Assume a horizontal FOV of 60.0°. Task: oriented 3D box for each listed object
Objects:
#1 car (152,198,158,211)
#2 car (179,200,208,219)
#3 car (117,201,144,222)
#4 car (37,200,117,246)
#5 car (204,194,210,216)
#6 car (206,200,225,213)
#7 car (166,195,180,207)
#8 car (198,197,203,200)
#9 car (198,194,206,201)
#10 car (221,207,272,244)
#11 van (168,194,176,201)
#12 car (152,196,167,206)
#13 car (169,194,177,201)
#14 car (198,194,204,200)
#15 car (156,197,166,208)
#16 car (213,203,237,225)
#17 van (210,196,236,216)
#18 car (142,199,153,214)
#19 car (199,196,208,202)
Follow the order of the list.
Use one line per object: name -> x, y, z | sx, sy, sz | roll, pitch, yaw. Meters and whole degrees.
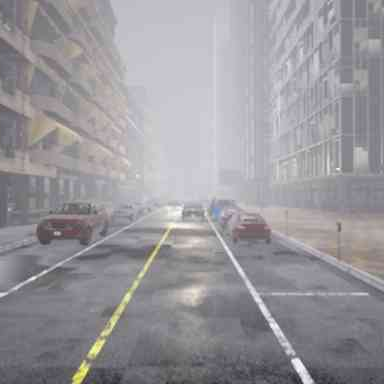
car -> -5.297, 1.596, 37.732 | 1.802, 1.307, 4.206 | 1, 0, 0
car -> 0.097, 1.607, 28.657 | 1.895, 1.301, 4.718 | 0, 0, 0
car -> -5.301, 1.587, 26.659 | 1.802, 1.307, 4.206 | 1, 0, 0
car -> -5.301, 1.315, 15.588 | 2.192, 1.841, 5.009 | 1, 0, 0
car -> 2.583, 1.324, 32.203 | 2.192, 1.841, 5.009 | 1, 0, 0
car -> 2.583, 1.596, 37.739 | 1.802, 1.307, 4.206 | 0, 0, 0
car -> -2.799, 1.631, 52.294 | 1.895, 1.301, 4.718 | 0, 0, 0
car -> 0.073, 1.618, 40.745 | 1.895, 1.301, 4.718 | 0, 0, 0
car -> 2.598, 1.418, 87.561 | 2.192, 1.841, 5.009 | 0, 0, 0
car -> 2.577, 1.581, 15.597 | 1.802, 1.307, 4.206 | 1, 0, 0
van -> -5.282, 1.444, 87.556 | 1.690, 1.788, 3.998 | 0, 0, 0
car -> -5.291, 1.473, 54.339 | 1.967, 1.590, 4.097 | 1, 0, 0
car -> -5.281, 1.433, 93.092 | 2.192, 1.841, 5.009 | 0, 0, 0
car -> 2.592, 1.628, 70.953 | 1.947, 1.339, 4.313 | 0, 0, 0
car -> -5.294, 1.570, 48.804 | 1.887, 1.381, 4.507 | 1, 0, 0
car -> 2.578, 1.583, 21.134 | 1.802, 1.307, 4.206 | 1, 0, 0
van -> 2.582, 1.346, 26.667 | 1.690, 1.788, 3.998 | 1, 0, 0
car -> -5.299, 1.560, 32.195 | 2.008, 1.369, 4.403 | 1, 0, 0
car -> 2.593, 1.601, 76.659 | 1.752, 1.417, 4.829 | 0, 0, 0
